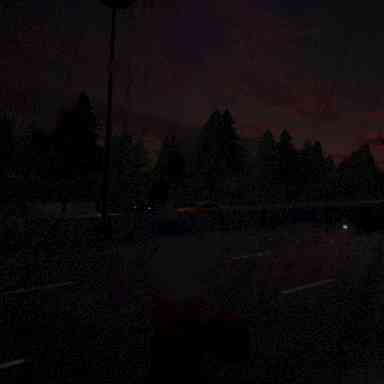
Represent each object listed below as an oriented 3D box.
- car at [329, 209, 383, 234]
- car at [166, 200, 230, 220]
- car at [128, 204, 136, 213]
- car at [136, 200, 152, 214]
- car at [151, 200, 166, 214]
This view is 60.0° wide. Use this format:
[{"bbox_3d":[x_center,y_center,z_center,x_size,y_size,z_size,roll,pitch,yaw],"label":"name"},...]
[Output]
[{"bbox_3d":[10.276,1.627,19.681,4.718,1.301,1.895,0,0,-36],"label":"car"},{"bbox_3d":[0.779,1.491,25.936,5.008,1.535,1.882,0,0,-35],"label":"car"},{"bbox_3d":[-4.400,1.537,35.129,4.674,1.442,1.812,0,0,-36],"label":"car"},{"bbox_3d":[-2.561,1.603,32.143,4.718,1.301,1.895,0,0,-35],"label":"car"},{"bbox_3d":[-0.697,1.501,29.176,4.902,1.511,2.128,0,0,-35],"label":"car"}]
